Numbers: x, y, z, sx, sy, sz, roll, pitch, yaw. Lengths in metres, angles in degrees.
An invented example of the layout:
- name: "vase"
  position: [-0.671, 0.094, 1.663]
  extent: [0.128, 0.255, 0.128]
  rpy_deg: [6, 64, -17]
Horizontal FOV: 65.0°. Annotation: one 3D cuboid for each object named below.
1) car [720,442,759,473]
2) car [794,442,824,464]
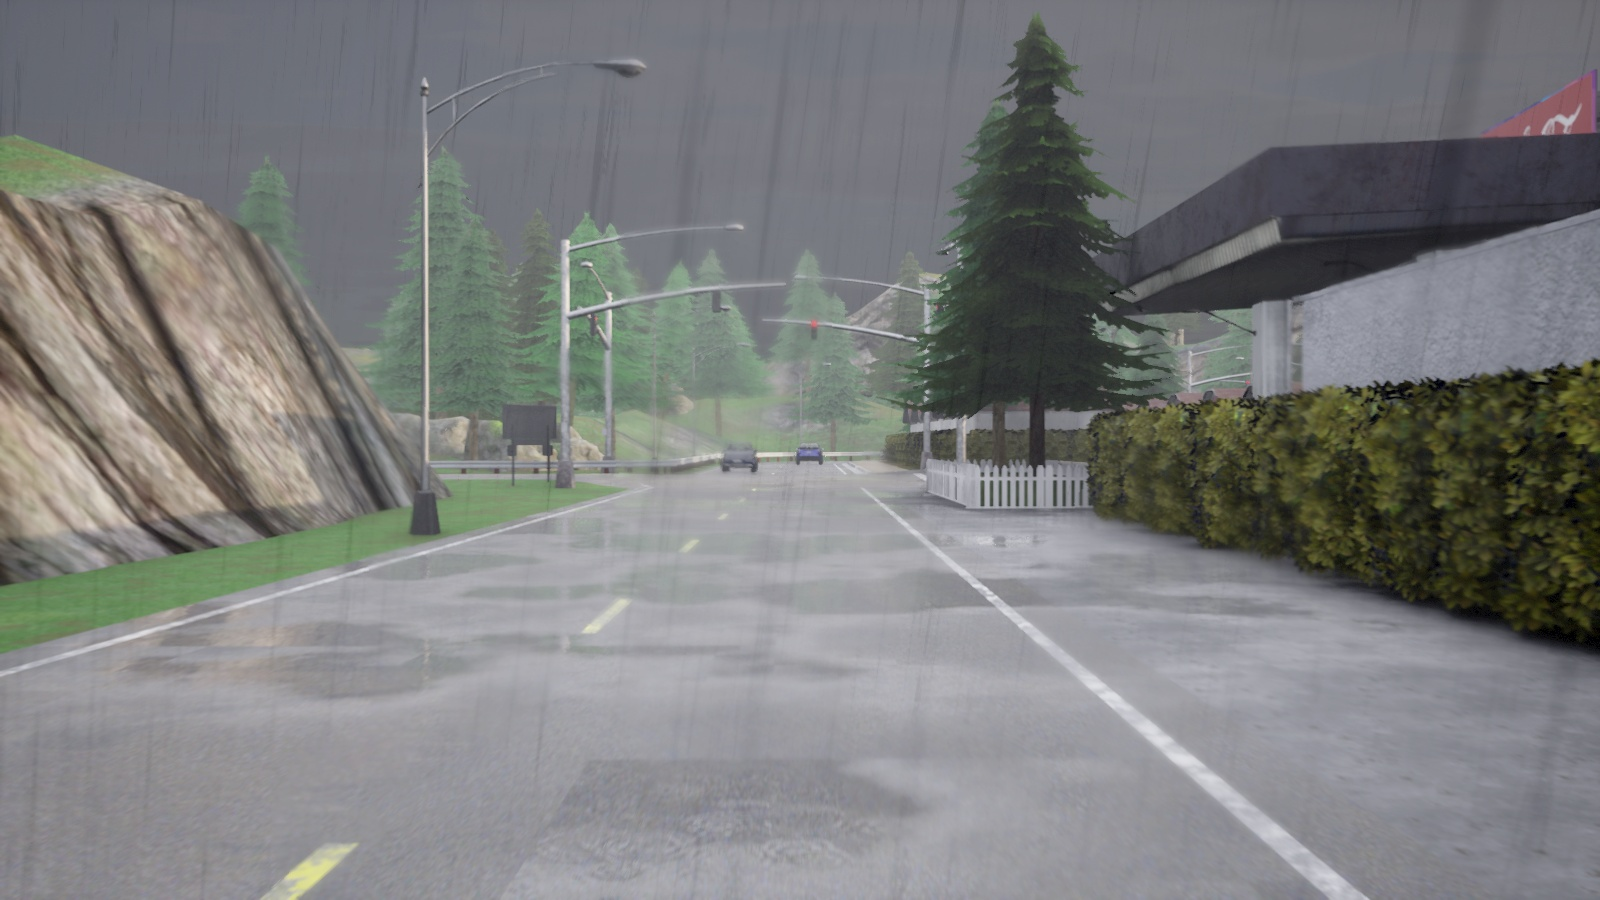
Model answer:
- name: "car"
  position: [-3.042, 0.364, 63.697]
  extent: [1.789, 1.549, 3.705]
  rpy_deg: [0, 0, 0]
- name: "car"
  position: [0.666, 0.200, 87.213]
  extent: [2.007, 1.525, 4.514]
  rpy_deg: [0, 0, 2]
